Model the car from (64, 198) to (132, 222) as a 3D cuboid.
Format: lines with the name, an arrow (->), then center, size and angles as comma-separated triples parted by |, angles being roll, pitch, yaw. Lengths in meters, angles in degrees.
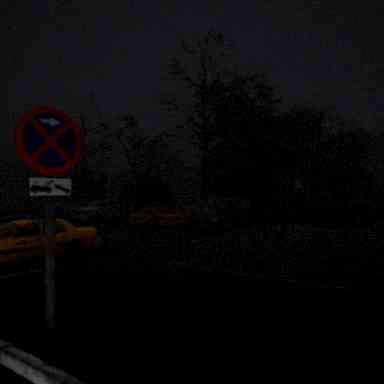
car -> -7.062, 1.547, 27.282 | 2.435, 2.045, 5.566 | -2, -1, 35

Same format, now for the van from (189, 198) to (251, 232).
van -> 2.029, 1.347, 20.787 | 1.878, 1.987, 4.442 | -1, -1, 35

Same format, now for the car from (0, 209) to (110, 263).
car -> -5.590, 1.578, 11.064 | 1.946, 1.575, 5.366 | -1, -1, 35

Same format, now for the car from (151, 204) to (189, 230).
car -> -0.081, 1.616, 22.638 | 1.946, 1.575, 5.366 | -1, -1, 35

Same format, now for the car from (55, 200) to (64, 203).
car -> -11.544, 1.703, 30.401 | 2.435, 2.045, 5.566 | -2, -1, 35

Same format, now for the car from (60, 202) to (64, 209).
car -> -9.335, 1.877, 28.891 | 2.231, 1.521, 4.892 | -2, -1, 35

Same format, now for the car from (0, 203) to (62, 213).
car -> -7.855, 1.504, 12.919 | 2.185, 1.767, 4.553 | -1, -1, 35

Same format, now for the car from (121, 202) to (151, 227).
car -> -2.257, 1.666, 24.168 | 1.946, 1.575, 5.366 | -2, -1, 35
